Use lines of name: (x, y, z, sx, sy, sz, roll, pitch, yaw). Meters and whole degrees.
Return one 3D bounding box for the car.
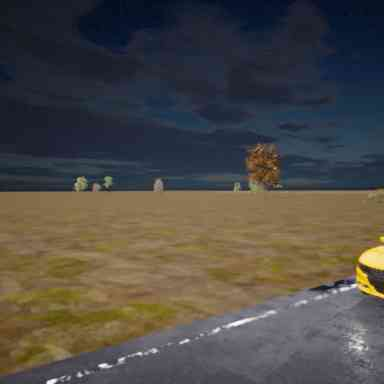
car: (5.695, 1.475, 7.605, 5.008, 1.535, 1.882, 0, 0, -37)
